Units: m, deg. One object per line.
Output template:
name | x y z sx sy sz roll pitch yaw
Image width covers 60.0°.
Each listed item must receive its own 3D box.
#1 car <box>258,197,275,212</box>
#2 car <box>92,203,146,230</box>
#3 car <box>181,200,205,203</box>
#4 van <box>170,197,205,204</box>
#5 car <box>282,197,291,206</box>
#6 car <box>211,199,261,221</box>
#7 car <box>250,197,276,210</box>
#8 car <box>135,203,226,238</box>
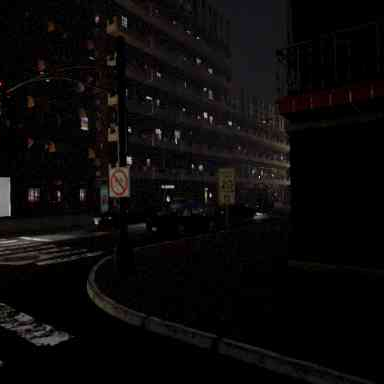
car | 7.458 1.478 37.012 1.812 1.442 4.674 -1 -1 36
car | -4.063 1.486 21.028 2.128 1.511 4.902 -1 -1 35
car | 1.404 1.574 28.608 1.895 1.301 4.718 -1 -1 36
van | -0.330 1.365 30.425 1.690 1.788 3.998 -1 -1 36
car | 15.835 1.496 52.899 1.752 1.417 4.829 -1 -1 36
car | 3.428 1.477 26.396 1.994 1.385 4.181 -1 -1 36
car | 9.428 1.431 43.993 1.967 1.590 4.097 -1 -1 36
car | -0.433 1.435 16.780 2.008 1.369 4.403 -1 -1 36
